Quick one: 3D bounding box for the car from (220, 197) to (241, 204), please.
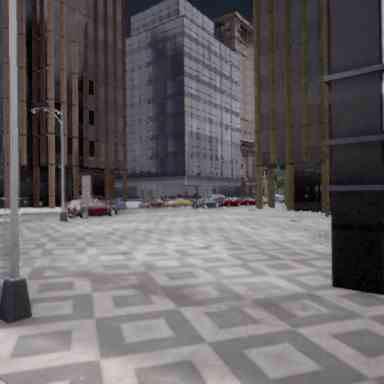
[{"bbox_3d":[7.340,1.565,62.440,2.008,1.369,4.403,-1,-1,36],"label":"car"}]

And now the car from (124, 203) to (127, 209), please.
[{"bbox_3d":[-9.232,1.483,34.711,2.033,1.411,5.357,-1,-1,36],"label":"car"}]

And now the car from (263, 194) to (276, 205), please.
[{"bbox_3d":[11.206,1.400,53.196,1.752,1.417,4.829,-1,-1,36],"label":"car"}]

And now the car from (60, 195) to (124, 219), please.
[{"bbox_3d":[-7.883,1.279,26.528,1.967,1.590,4.097,-1,-1,36],"label":"car"}]

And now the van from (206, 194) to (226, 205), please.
[{"bbox_3d":[4.173,1.348,58.021,1.690,1.788,3.998,-1,-1,36],"label":"van"}]

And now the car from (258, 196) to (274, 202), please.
[{"bbox_3d":[16.834,1.602,75.705,1.947,1.339,4.313,-1,-1,36],"label":"car"}]

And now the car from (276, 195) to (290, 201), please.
[{"bbox_3d":[23.065,1.578,84.411,1.752,1.417,4.829,-1,-1,36],"label":"car"}]

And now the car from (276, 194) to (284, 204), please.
[{"bbox_3d":[17.535,1.414,62.039,1.752,1.417,4.829,-1,-1,36],"label":"car"}]

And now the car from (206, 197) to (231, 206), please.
[{"bbox_3d":[4.377,1.486,53.576,1.812,1.442,4.674,-1,-1,36],"label":"car"}]

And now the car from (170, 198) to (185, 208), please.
[{"bbox_3d":[-2.253,1.520,49.037,1.752,1.417,4.829,-1,-1,36],"label":"car"}]

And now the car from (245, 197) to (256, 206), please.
[{"bbox_3d":[7.942,1.413,48.636,1.887,1.381,4.507,-1,-1,36],"label":"car"}]

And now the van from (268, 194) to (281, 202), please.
[{"bbox_3d":[19.996,1.386,80.129,1.690,1.788,3.998,-1,-1,36],"label":"van"}]

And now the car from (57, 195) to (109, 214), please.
[{"bbox_3d":[-11.652,1.292,35.912,2.192,1.841,5.009,-1,-1,36],"label":"car"}]

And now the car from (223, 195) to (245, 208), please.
[{"bbox_3d":[4.778,1.406,44.214,1.887,1.381,4.507,-1,-1,36],"label":"car"}]

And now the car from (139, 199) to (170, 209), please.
[{"bbox_3d":[-5.319,1.570,44.753,1.802,1.307,4.206,-1,-1,36],"label":"car"}]

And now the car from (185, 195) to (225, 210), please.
[{"bbox_3d":[1.613,1.406,39.792,2.008,1.369,4.403,-1,-1,36],"label":"car"}]
